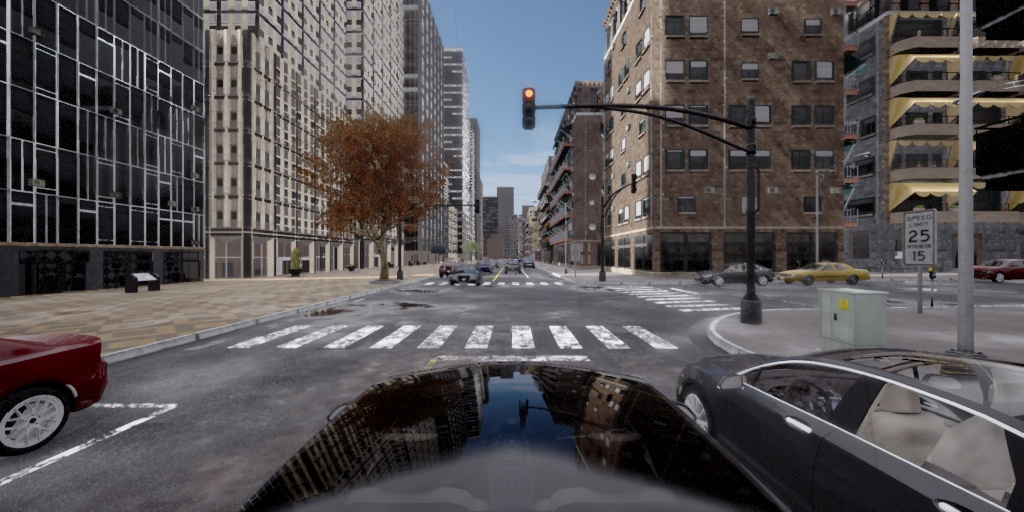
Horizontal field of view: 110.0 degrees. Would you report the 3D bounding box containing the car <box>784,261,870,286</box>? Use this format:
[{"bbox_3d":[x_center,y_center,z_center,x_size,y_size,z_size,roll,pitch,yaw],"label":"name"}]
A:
[{"bbox_3d":[18.835,0.993,21.814,4.829,1.417,1.751,0,0,-1],"label":"car"}]

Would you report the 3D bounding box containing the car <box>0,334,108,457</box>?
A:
[{"bbox_3d":[-5.691,1.295,2.347,1.888,1.381,4.507,0,0,0],"label":"car"}]

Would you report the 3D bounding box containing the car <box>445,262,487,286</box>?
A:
[{"bbox_3d":[-3.098,1.321,24.963,1.994,1.385,4.181,0,0,0],"label":"car"}]

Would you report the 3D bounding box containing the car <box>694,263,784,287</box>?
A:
[{"bbox_3d":[13.438,1.095,21.760,4.403,1.370,2.007,0,0,-1],"label":"car"}]

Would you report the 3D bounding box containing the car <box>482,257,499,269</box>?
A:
[{"bbox_3d":[-3.073,1.275,57.373,2.128,1.511,4.902,0,0,0],"label":"car"}]

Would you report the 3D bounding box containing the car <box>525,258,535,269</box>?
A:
[{"bbox_3d":[2.697,1.349,56.824,1.948,1.339,4.313,0,0,0],"label":"car"}]

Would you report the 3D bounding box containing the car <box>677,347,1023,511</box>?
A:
[{"bbox_3d":[2.689,1.300,2.346,2.007,1.370,4.403,0,0,0],"label":"car"}]

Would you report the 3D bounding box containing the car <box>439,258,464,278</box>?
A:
[{"bbox_3d":[-5.687,1.079,34.734,2.192,1.841,5.009,0,0,0],"label":"car"}]

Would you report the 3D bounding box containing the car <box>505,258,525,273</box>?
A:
[{"bbox_3d":[0.107,1.263,43.598,2.128,1.511,4.902,0,0,0],"label":"car"}]

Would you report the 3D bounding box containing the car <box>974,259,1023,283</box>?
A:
[{"bbox_3d":[30.139,0.859,21.928,4.507,1.381,1.888,0,0,-1],"label":"car"}]

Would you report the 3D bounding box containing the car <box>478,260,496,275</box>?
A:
[{"bbox_3d":[-3.092,1.369,39.882,1.895,1.301,4.718,0,0,0],"label":"car"}]
